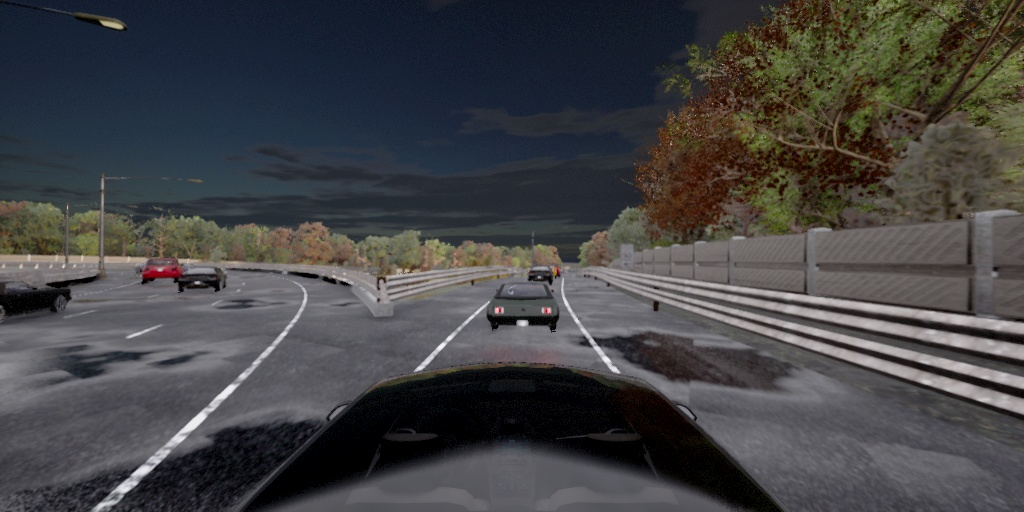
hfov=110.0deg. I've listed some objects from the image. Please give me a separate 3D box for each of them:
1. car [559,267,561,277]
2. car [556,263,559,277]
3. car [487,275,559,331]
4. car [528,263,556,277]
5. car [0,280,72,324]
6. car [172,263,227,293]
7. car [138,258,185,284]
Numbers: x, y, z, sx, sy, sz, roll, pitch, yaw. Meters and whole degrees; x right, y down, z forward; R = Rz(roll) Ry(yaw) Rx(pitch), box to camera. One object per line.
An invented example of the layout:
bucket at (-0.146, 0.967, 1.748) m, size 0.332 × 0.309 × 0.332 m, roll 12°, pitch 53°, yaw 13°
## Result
car at (6.021, 2.123, 53.375) m, size 2.150 × 2.045 × 5.566 m, roll 0°, pitch -4°, yaw 9°
car at (4.294, 1.847, 42.576) m, size 1.882 × 1.535 × 5.008 m, roll 0°, pitch -2°, yaw 8°
car at (0.406, 1.439, 11.340) m, size 1.895 × 1.301 × 4.718 m, roll 0°, pitch -1°, yaw 3°
car at (2.446, 1.497, 29.780) m, size 1.882 × 1.535 × 5.008 m, roll 0°, pitch -1°, yaw 8°
car at (-16.769, 1.429, 11.498) m, size 1.895 × 1.301 × 4.718 m, roll 0°, pitch -1°, yaw -28°
car at (-19.420, 1.406, 22.670) m, size 1.882 × 1.535 × 5.008 m, roll 0°, pitch -1°, yaw -33°
car at (-29.467, 1.214, 30.356) m, size 2.150 × 2.045 × 5.566 m, roll 1°, pitch -1°, yaw -39°
